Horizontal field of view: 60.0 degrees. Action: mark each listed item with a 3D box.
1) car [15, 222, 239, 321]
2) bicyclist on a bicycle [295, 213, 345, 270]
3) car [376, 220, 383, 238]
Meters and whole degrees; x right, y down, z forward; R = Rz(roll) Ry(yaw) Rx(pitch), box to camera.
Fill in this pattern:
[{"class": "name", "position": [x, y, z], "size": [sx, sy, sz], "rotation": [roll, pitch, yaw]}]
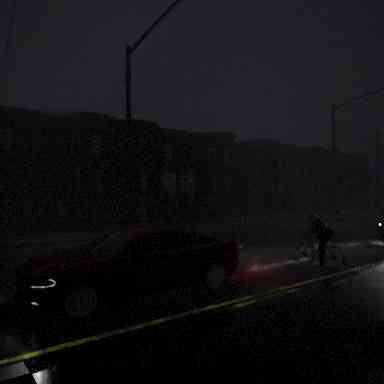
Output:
[{"class": "car", "position": [-1.165, 1.478, 7.472], "size": [5.008, 1.535, 1.882], "rotation": [0, 0, -36]}, {"class": "bicyclist on a bicycle", "position": [3.770, 1.455, 9.949], "size": [0.582, 1.620, 1.656], "rotation": [0, -2, -36]}, {"class": "car", "position": [11.016, 1.601, 16.316], "size": [4.718, 1.301, 1.895], "rotation": [0, 0, -36]}]
